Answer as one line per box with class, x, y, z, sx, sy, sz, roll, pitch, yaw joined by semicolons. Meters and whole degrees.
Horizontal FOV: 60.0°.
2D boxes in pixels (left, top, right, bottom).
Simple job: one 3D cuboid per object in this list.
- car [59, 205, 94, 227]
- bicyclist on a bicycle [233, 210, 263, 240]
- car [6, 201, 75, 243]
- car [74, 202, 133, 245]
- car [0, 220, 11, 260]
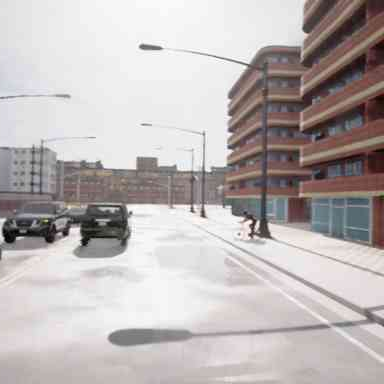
car;-9.627;1.973;28.140;1.882;1.535;5.008;1;-1;-8
bicyclist on a bicycle;2.992;1.787;17.754;1.656;1.620;0.582;1;-1;-8
car;-8.141;1.505;18.007;2.150;2.045;5.566;1;-1;-8
car;-4.355;1.563;17.468;2.150;2.045;5.566;1;-1;-8
car;-6.773;1.657;8.813;1.994;1.385;4.181;1;-1;-8
